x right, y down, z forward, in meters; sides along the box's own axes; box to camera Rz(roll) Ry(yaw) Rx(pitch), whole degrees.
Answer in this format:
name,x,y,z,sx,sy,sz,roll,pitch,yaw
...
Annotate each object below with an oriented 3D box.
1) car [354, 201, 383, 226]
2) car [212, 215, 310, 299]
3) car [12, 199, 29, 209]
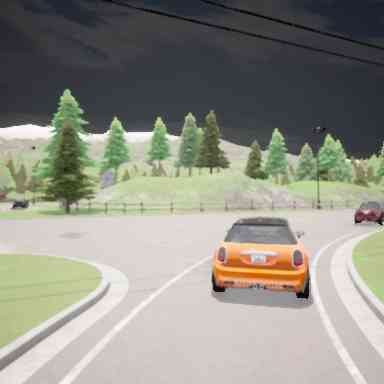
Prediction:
name,x,y,z,sx,sy,sz,roll,pitch,yaw
car,14.663,1.586,25.714,4.553,1.767,2.097,0,0,-33
car,1.925,1.430,8.992,2.097,1.767,4.553,0,0,15
car,-26.853,1.891,52.120,1.837,1.490,4.892,2,-1,-21
